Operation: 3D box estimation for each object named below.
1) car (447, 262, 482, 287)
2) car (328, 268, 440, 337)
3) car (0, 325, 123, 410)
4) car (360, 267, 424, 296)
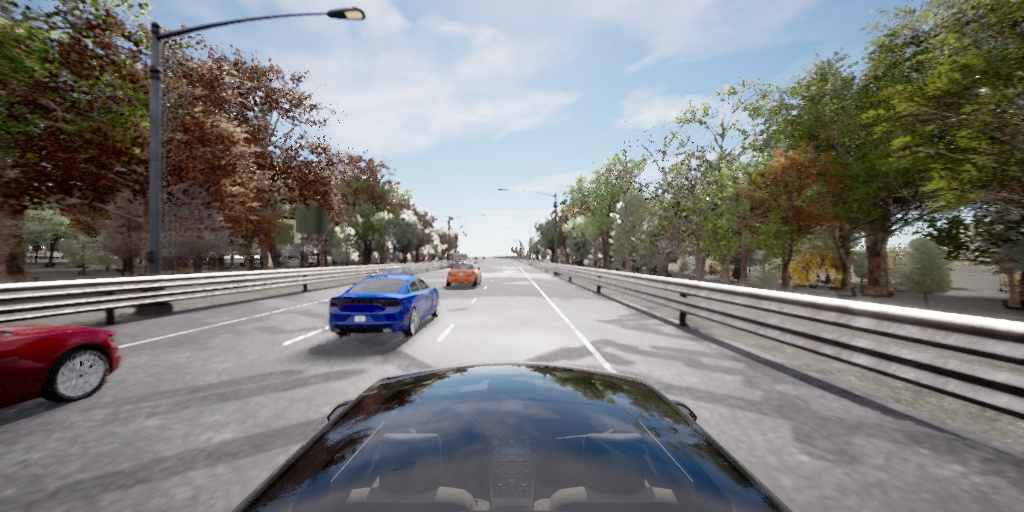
[{"bbox_3d":[-3.442,1.240,26.452,2.097,1.767,4.553,0,0,0],"label":"car"},{"bbox_3d":[-3.418,1.278,10.542,1.882,1.535,5.008,0,0,0],"label":"car"},{"bbox_3d":[-6.933,1.238,3.395,1.882,1.535,5.008,0,0,0],"label":"car"},{"bbox_3d":[-6.942,1.409,21.521,2.033,1.411,5.357,0,0,0],"label":"car"}]
